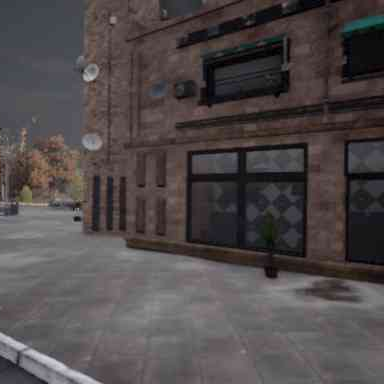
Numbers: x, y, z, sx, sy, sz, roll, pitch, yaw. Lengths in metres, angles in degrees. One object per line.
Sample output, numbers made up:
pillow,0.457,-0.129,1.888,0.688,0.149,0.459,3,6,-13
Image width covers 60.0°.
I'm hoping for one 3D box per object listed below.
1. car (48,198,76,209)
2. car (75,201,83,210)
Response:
car,-15.890,1.478,42.463,1.812,1.442,4.674,1,-2,37
car,-11.806,1.649,42.442,1.837,1.490,4.892,1,-3,39
